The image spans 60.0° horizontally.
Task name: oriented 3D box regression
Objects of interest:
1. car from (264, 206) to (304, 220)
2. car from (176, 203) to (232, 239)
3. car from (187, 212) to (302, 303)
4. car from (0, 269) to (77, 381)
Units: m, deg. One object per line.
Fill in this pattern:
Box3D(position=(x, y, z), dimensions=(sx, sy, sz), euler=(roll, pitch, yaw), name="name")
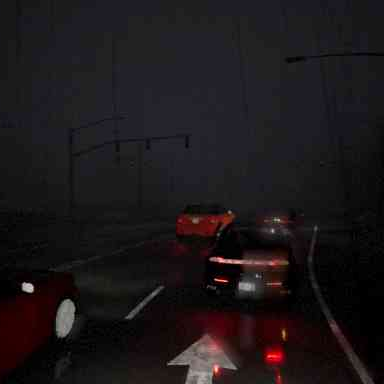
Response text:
Box3D(position=(4.617, 1.505, 17.228), dimensions=(1.837, 1.490, 4.892), euler=(0, 0, 21), name="car")
Box3D(position=(0.901, 1.352, 17.101), dimensions=(2.097, 1.767, 4.553), euler=(0, 0, 20), name="car")
Box3D(position=(1.548, 1.491, 8.347), dimensions=(2.128, 1.511, 4.902), euler=(0, 0, 13), name="car")
Box3D(position=(-2.964, 1.477, 3.448), dimensions=(1.882, 1.535, 5.008), euler=(0, 0, 6), name="car")
